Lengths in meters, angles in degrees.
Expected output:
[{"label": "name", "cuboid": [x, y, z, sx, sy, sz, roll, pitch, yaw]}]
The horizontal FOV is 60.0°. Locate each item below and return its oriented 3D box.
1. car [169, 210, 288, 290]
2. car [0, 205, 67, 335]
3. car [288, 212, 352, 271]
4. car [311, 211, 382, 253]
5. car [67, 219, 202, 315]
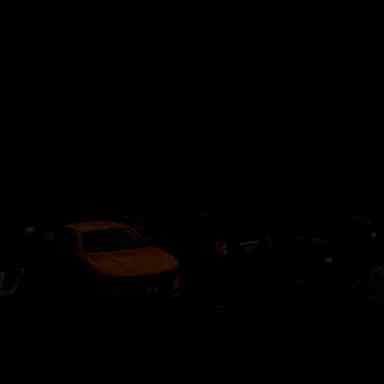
[{"label": "car", "cuboid": [0.117, 1.341, 9.504, 2.185, 1.767, 4.553, 0, 0, -36]}, {"label": "car", "cuboid": [-4.415, 1.229, 6.262, 2.435, 2.045, 5.566, 0, 0, -36]}, {"label": "car", "cuboid": [2.381, 1.477, 11.129, 2.163, 1.488, 4.792, 0, 0, -36]}, {"label": "car", "cuboid": [4.610, 1.458, 12.797, 2.163, 1.488, 4.792, 0, 0, -36]}, {"label": "car", "cuboid": [-2.164, 1.478, 7.916, 2.097, 1.535, 5.008, 0, 0, -36]}]
